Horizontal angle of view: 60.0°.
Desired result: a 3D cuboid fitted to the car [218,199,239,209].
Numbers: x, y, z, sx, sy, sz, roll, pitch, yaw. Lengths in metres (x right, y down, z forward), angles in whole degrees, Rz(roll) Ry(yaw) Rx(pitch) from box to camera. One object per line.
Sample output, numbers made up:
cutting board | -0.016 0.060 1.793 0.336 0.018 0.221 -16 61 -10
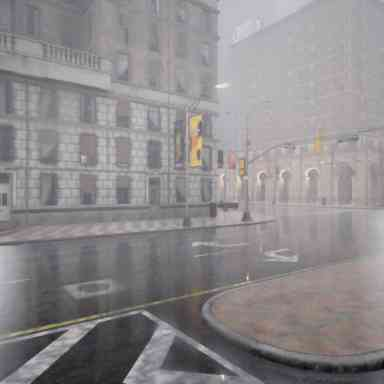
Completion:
car | 4.039 1.601 43.919 1.895 1.301 4.718 0 0 -36
